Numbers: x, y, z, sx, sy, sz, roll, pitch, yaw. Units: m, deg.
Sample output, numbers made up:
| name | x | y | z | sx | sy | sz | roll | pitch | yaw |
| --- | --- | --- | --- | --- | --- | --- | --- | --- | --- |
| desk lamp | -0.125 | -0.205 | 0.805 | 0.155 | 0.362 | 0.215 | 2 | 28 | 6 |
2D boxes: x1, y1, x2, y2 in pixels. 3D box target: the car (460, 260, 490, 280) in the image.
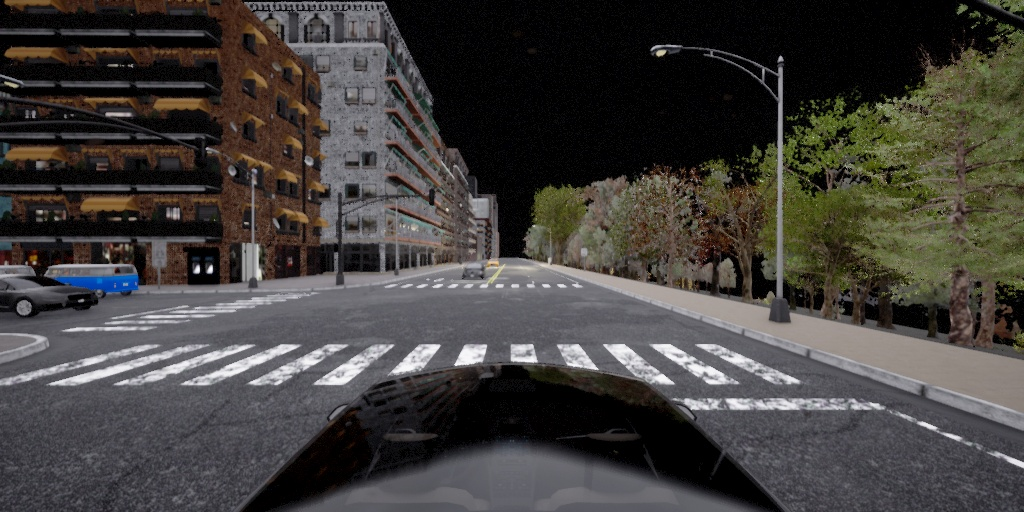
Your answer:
| name | x | y | z | sx | sy | sz | roll | pitch | yaw |
| --- | --- | --- | --- | --- | --- | --- | --- | --- | --- |
| car | -3.269 | 1.311 | 31.749 | 1.812 | 1.442 | 4.674 | 0 | 1 | 0 |

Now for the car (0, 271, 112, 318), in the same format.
| name | x | y | z | sx | sy | sz | roll | pitch | yaw |
| --- | --- | --- | --- | --- | --- | --- | --- | --- | --- |
| car | -18.833 | 1.479 | 13.658 | 4.892 | 1.490 | 1.837 | -1 | 0 | 0 |

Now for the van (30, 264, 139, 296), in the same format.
| name | x | y | z | sx | sy | sz | roll | pitch | yaw |
| --- | --- | --- | --- | --- | --- | --- | --- | --- | --- |
| van | -22.734 | 1.341 | 19.374 | 3.998 | 1.789 | 1.690 | 0 | 0 | -1 |

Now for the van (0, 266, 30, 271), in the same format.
| name | x | y | z | sx | sy | sz | roll | pitch | yaw |
| --- | --- | --- | --- | --- | --- | --- | --- | --- | --- |
| van | -28.335 | 1.414 | 19.292 | 3.998 | 1.789 | 1.690 | 0 | 0 | -1 |

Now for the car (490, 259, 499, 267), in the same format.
| name | x | y | z | sx | sy | sz | roll | pitch | yaw |
| --- | --- | --- | --- | --- | --- | --- | --- | --- | --- |
| car | -3.302 | 1.255 | 63.624 | 1.882 | 1.535 | 5.008 | 0 | 1 | 0 |
